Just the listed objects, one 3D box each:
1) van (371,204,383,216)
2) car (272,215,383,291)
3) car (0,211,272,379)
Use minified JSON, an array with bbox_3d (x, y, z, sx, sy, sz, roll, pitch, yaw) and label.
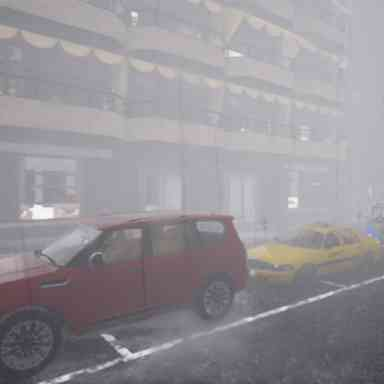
[{"bbox_3d":[8.050,1.287,12.299,3.998,1.788,1.690,0,0,-36],"label":"van"},{"bbox_3d":[3.282,1.494,8.899,4.829,1.417,1.752,0,0,-36],"label":"car"},{"bbox_3d":[-1.212,1.306,5.689,5.009,1.841,2.192,0,1,-36],"label":"car"}]
